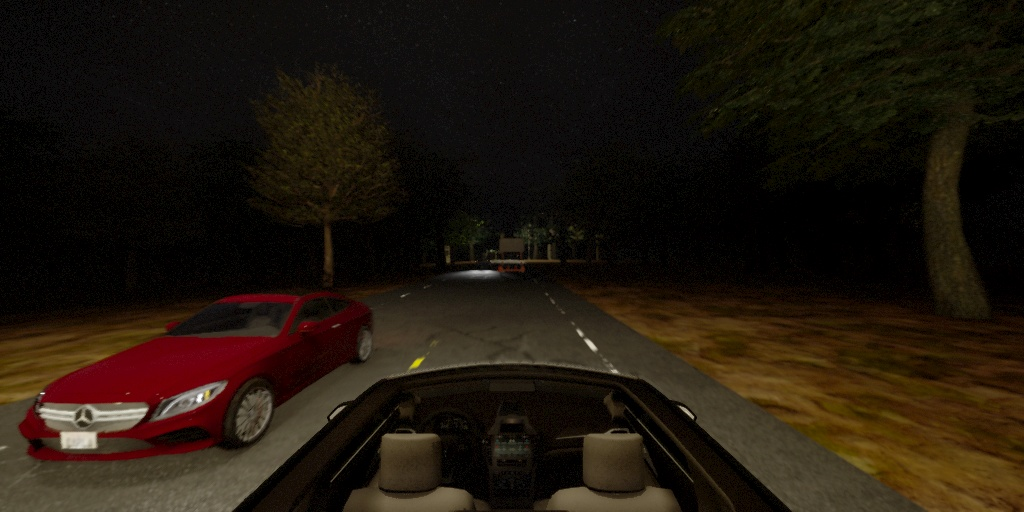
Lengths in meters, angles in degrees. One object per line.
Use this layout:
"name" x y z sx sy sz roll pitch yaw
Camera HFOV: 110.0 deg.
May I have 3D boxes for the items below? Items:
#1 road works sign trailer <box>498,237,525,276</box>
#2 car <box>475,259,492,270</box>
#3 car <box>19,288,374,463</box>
"road works sign trailer" -0.008 0.032 33.910 2.380 3.560 2.880 0 0 0
"car" -3.573 1.073 45.290 1.895 1.301 4.718 0 1 0
"car" -3.596 1.260 5.306 1.812 1.442 4.674 0 0 0
